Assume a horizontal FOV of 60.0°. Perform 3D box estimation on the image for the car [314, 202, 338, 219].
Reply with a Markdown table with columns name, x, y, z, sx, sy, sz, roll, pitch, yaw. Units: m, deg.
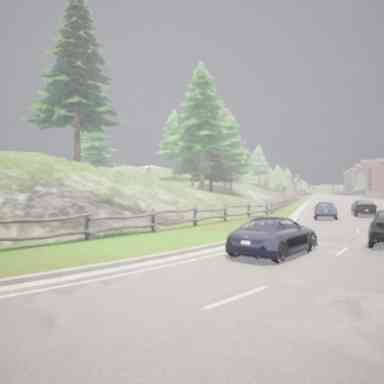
| name | x | y | z | sx | sy | sz | roll | pitch | yaw |
| --- | --- | --- | --- | --- | --- | --- | --- | --- | --- |
| car | 11.713 | 1.574 | 29.120 | 2.033 | 1.411 | 5.357 | 0 | 0 | 21 |

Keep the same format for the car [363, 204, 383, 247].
| name | x | y | z | sx | sy | sz | roll | pitch | yaw |
| --- | --- | --- | --- | --- | --- | --- | --- | --- | --- |
| car | 8.776 | 1.498 | 14.343 | 1.837 | 1.490 | 4.892 | 0 | 0 | 33 |

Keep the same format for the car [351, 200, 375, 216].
| name | x | y | z | sx | sy | sz | roll | pitch | yaw |
| --- | --- | --- | --- | --- | --- | --- | --- | --- | --- |
| car | 16.548 | 1.481 | 32.064 | 1.882 | 1.535 | 5.008 | 0 | 0 | 21 |

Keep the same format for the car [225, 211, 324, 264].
| name | x | y | z | sx | sy | sz | roll | pitch | yaw |
| --- | --- | --- | --- | --- | --- | --- | --- | --- | --- |
| car | 3.002 | 1.591 | 12.200 | 1.994 | 1.385 | 4.181 | 0 | 0 | 40 |
